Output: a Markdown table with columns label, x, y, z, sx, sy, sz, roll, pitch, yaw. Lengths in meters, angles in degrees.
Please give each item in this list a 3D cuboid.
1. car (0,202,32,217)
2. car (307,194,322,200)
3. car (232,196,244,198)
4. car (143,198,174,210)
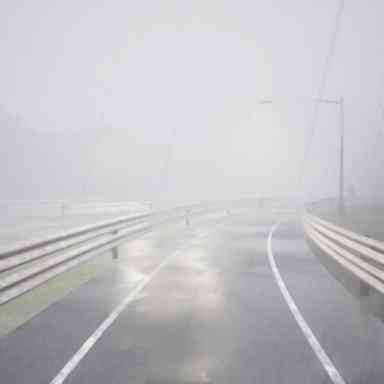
| label | x | y | z | sx | sy | sz | roll | pitch | yaw |
| --- | --- | --- | --- | --- | --- | --- | --- | --- | --- |
| car | -18.168 | 1.746 | 32.296 | 4.902 | 1.511 | 2.128 | 0 | 0 | -44 |
| car | 29.071 | 1.231 | 78.661 | 4.902 | 1.511 | 2.128 | -1 | 1 | -44 |
| car | 8.324 | 1.434 | 58.297 | 4.674 | 1.442 | 1.812 | -1 | 1 | -44 |
| car | -4.530 | 1.597 | 45.682 | 4.674 | 1.442 | 1.812 | -1 | 1 | -44 |
